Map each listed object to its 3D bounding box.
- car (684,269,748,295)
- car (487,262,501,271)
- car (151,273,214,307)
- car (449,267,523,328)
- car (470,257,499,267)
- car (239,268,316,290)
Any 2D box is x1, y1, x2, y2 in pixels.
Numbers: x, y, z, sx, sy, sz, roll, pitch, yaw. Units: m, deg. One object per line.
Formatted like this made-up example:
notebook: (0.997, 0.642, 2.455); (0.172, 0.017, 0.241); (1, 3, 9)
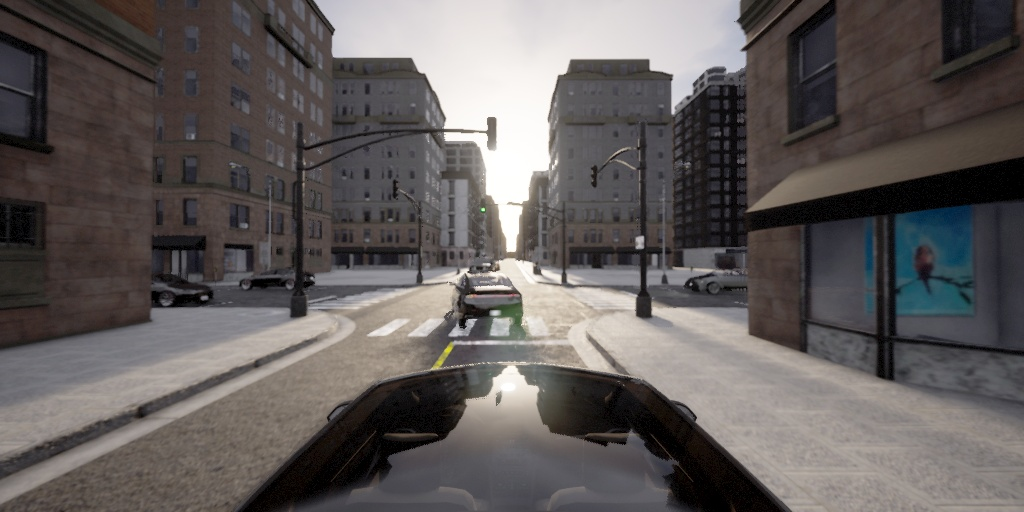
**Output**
car: (12.037, 1.403, 20.157); (4.181, 1.385, 1.994); (0, -1, 0)
car: (-2.806, 1.554, 55.558); (1.895, 1.301, 4.718); (0, 0, 0)
car: (-14.769, 1.350, 14.687); (4.313, 1.339, 1.948); (0, 0, 0)
car: (-0.959, 1.286, 11.767); (2.128, 1.511, 4.902); (0, 0, -12)
car: (-2.823, 1.105, 35.300); (2.150, 2.045, 5.566); (0, 0, 3)
car: (-14.763, 1.429, 22.713); (4.313, 1.339, 1.948); (0, 0, 0)
